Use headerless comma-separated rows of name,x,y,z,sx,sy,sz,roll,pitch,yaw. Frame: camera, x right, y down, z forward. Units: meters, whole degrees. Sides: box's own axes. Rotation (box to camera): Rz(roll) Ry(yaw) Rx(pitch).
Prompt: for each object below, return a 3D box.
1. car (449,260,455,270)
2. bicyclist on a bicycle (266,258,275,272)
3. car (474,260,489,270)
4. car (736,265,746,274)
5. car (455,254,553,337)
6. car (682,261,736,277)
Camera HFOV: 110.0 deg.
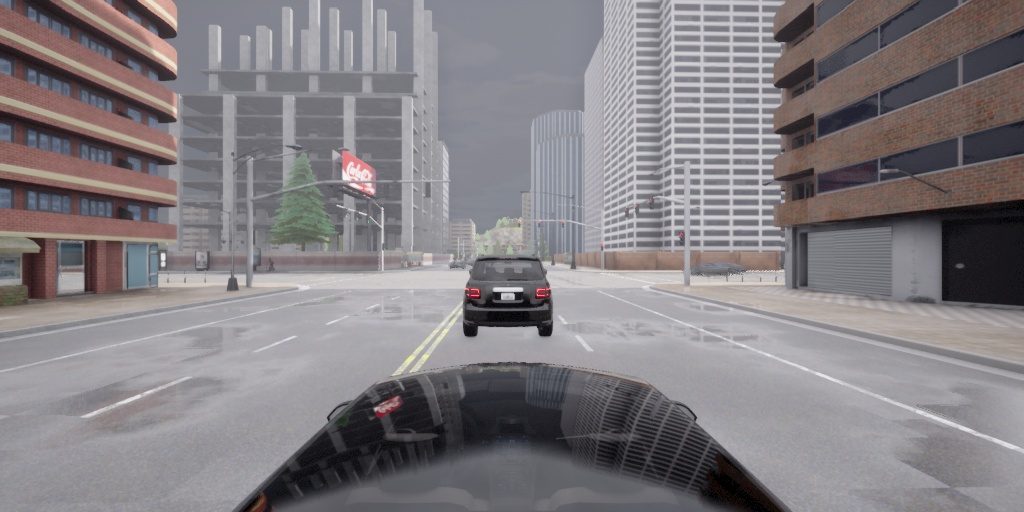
car,-8.092,1.313,53.042,1.994,1.385,4.181,0,0,-1
bicyclist on a bicycle,-28.675,1.050,42.574,0.582,1.620,1.656,0,0,-1
car,-4.625,1.350,54.738,1.895,1.301,4.718,0,0,-1
car,22.401,1.297,39.074,5.357,1.411,2.033,0,0,-1
car,-0.114,0.971,10.431,2.150,2.045,5.566,0,0,-1
car,19.199,1.313,35.492,4.181,1.385,1.994,0,0,-1
